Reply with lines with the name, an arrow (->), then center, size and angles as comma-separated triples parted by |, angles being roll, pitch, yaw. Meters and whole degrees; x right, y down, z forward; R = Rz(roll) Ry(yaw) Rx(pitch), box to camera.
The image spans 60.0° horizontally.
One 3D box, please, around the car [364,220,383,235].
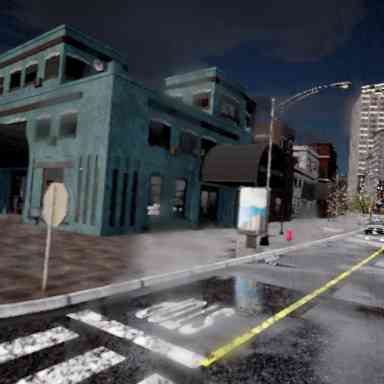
car -> 17.785, 3.384, 31.762 | 2.033, 1.411, 5.357 | 3, -2, 34
